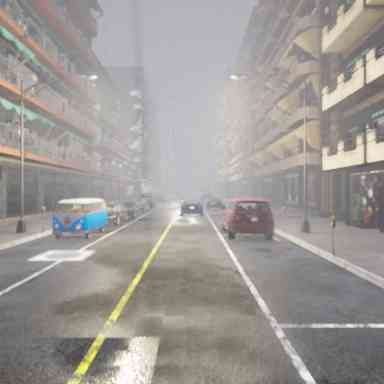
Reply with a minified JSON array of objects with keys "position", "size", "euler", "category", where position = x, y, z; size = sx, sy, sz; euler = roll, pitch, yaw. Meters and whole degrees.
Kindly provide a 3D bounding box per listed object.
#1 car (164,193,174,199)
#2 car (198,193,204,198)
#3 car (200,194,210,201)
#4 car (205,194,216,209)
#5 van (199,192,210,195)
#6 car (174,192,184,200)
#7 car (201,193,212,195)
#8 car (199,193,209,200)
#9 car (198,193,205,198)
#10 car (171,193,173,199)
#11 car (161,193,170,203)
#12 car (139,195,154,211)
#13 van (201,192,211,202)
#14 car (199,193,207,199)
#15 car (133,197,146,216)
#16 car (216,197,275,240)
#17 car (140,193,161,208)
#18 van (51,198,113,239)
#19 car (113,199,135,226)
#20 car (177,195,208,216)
[{"position":[-5.318,0.984,78.461],"size":[2.008,1.369,4.403],"euler":[1,0,0],"category":"car"},{"position":[2.559,0.898,95.504],"size":[1.802,1.307,4.206],"euler":[1,0,0],"category":"car"},{"position":[2.564,1.079,67.151],"size":[1.947,1.339,4.313],"euler":[1,0,0],"category":"car"},{"position":[2.568,1.282,38.798],"size":[1.947,1.339,4.313],"euler":[1,0,0],"category":"car"},{"position":[2.568,0.935,55.808],"size":[1.690,1.788,3.998],"euler":[1,0,0],"category":"van"},{"position":[-2.761,0.825,72.083],"size":[2.097,1.767,4.553],"euler":[0,0,0],"category":"car"},{"position":[2.567,1.226,44.468],"size":[2.008,1.369,4.403],"euler":[1,0,0],"category":"car"},{"position":[2.563,1.018,72.821],"size":[1.887,1.381,4.507],"euler":[1,0,0],"category":"car"},{"position":[2.560,0.879,90.003],"size":[1.752,1.417,4.829],"euler":[1,0,0],"category":"car"},{"position":[-5.315,0.954,67.119],"size":[1.967,1.590,4.097],"euler":[1,0,0],"category":"car"},{"position":[-5.313,1.034,55.778],"size":[1.967,1.590,4.097],"euler":[1,0,0],"category":"car"},{"position":[-5.311,1.307,33.095],"size":[2.008,1.369,4.403],"euler":[1,0,0],"category":"car"},{"position":[2.567,0.895,61.479],"size":[1.690,1.788,3.998],"euler":[1,0,0],"category":"van"},{"position":[2.562,0.958,78.662],"size":[1.752,1.417,4.829],"euler":[1,0,0],"category":"car"},{"position":[-5.310,1.364,27.425],"size":[1.947,1.339,4.313],"euler":[1,0,0],"category":"car"},{"position":[2.575,1.196,16.113],"size":[2.192,1.841,5.009],"euler":[1,0,0],"category":"car"},{"position":[-5.309,1.031,38.765],"size":[2.192,1.841,5.009],"euler":[1,0,0],"category":"car"},{"position":[-5.306,1.222,16.082],"size":[1.690,1.788,3.998],"euler":[1,0,0],"category":"van"},{"position":[-5.309,1.390,21.754],"size":[2.008,1.369,4.403],"euler":[1,0,0],"category":"car"},{"position":[0.009,1.311,29.604],"size":[2.163,1.488,4.792],"euler":[0,0,0],"category":"car"}]
